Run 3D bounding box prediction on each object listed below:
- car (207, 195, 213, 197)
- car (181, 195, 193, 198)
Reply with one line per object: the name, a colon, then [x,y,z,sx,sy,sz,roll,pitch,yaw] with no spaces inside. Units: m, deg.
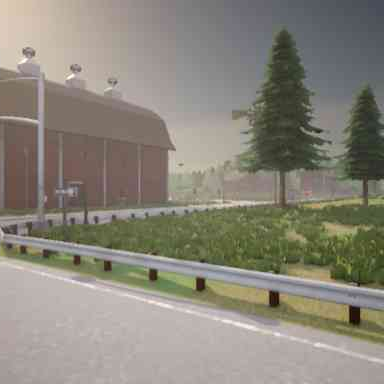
car: [5.144,1.511,94.586,1.784,1.438,3.905,0,0,36]
car: [-1.425,1.494,83.460,1.816,1.474,4.193,0,0,36]
